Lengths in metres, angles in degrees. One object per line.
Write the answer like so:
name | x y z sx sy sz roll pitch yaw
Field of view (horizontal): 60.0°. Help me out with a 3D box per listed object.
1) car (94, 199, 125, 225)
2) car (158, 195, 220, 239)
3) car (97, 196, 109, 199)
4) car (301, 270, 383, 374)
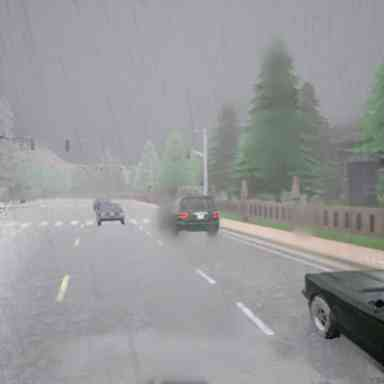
car | -5.943 1.511 24.137 2.033 1.411 5.357 0 0 -17
car | -0.307 1.169 17.183 2.150 2.045 5.566 0 0 -15
car | -10.999 1.311 41.002 2.097 1.767 4.553 -1 0 -17
car | 3.013 1.568 3.642 1.895 1.301 4.718 0 0 -7
